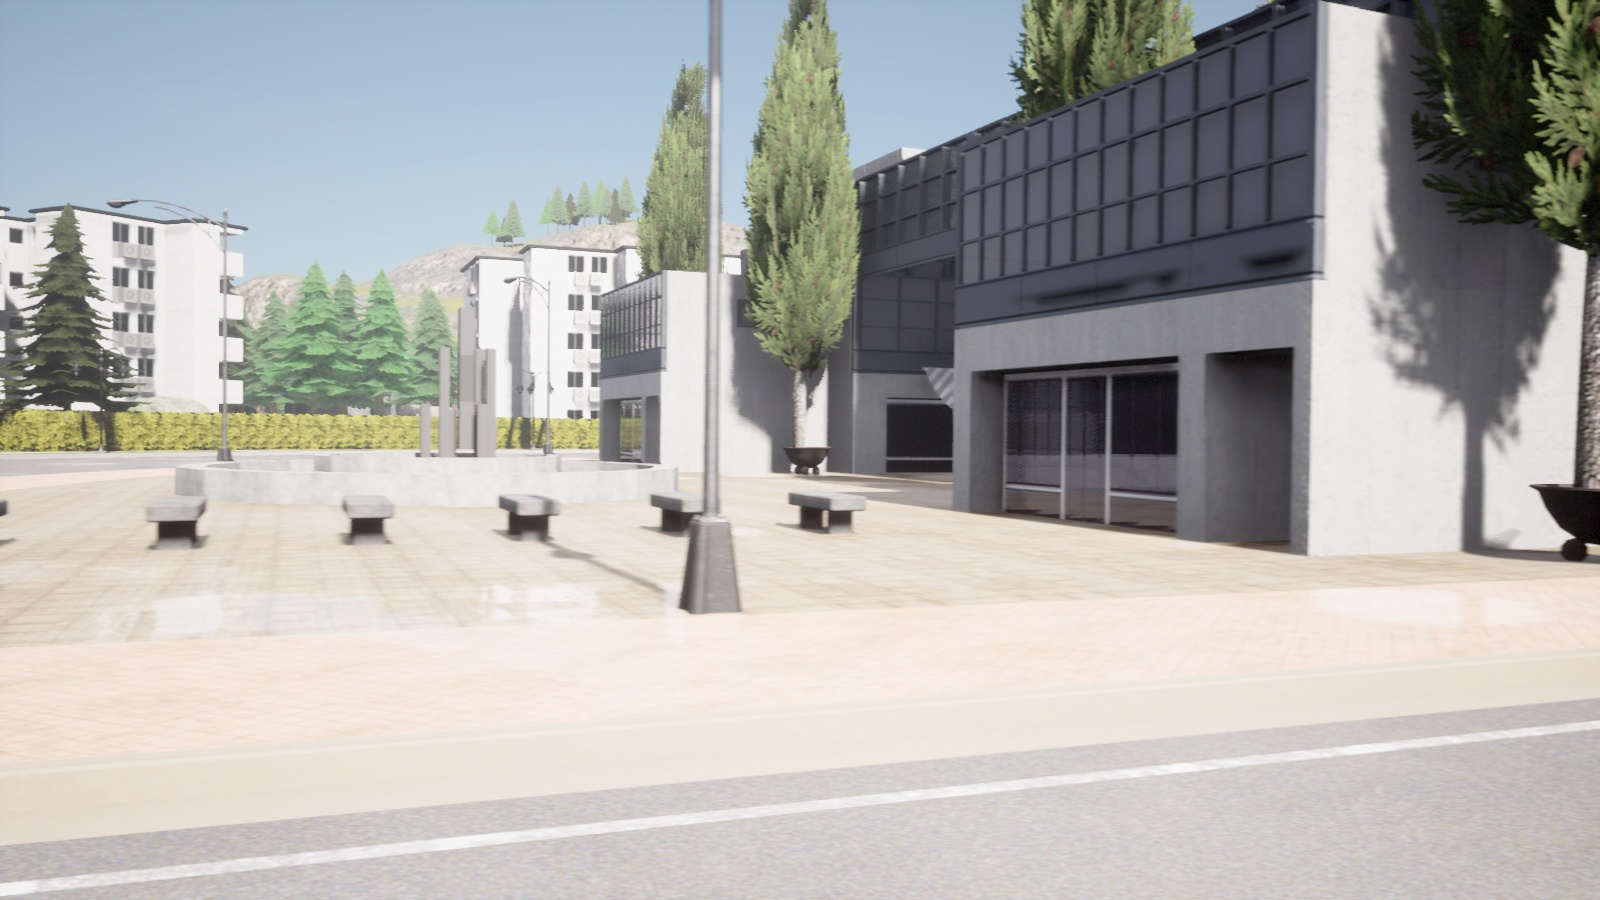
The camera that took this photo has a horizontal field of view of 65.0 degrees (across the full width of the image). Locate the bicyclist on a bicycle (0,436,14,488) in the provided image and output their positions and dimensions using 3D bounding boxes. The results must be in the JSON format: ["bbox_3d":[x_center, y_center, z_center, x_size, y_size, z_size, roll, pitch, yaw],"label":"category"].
[{"bbox_3d":[-25.497,0.372,39.194,0.866,1.612,1.509,0,1,8],"label":"bicyclist on a bicycle"}]
